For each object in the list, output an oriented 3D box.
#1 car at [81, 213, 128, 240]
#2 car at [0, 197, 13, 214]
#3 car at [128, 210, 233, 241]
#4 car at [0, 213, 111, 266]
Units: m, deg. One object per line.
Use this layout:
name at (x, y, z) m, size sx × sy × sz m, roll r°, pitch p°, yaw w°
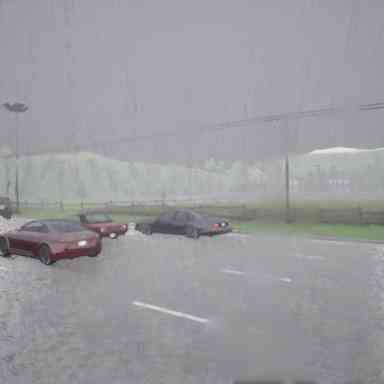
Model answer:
car at (-5.423, 1.703, 16.458) m, size 4.718 × 1.301 × 1.895 m, roll 0°, pitch 0°, yaw 35°
car at (-18.294, 1.459, 29.919) m, size 5.566 × 2.045 × 2.150 m, roll 0°, pitch 0°, yaw 36°
car at (-0.550, 1.625, 17.281) m, size 5.357 × 1.411 × 2.033 m, roll 0°, pitch 0°, yaw 35°
car at (-5.193, 1.646, 11.994) m, size 4.181 × 1.385 × 1.994 m, roll 0°, pitch 0°, yaw 36°
